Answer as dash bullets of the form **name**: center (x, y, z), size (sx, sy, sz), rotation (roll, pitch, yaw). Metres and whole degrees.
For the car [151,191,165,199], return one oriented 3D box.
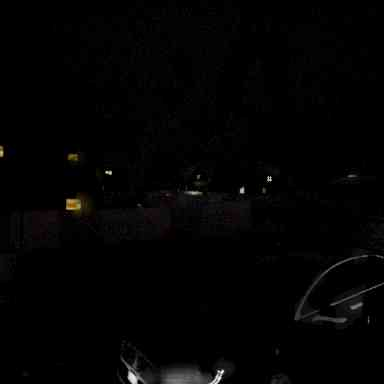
- **car**: center (-6.438, 0.639, 61.664), size (1.812, 1.442, 4.674), rotation (1, 1, -21)

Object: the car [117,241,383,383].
- **car**: center (1.425, 1.518, 4.549), size (4.892, 1.490, 1.837), rotation (0, 0, -35)
